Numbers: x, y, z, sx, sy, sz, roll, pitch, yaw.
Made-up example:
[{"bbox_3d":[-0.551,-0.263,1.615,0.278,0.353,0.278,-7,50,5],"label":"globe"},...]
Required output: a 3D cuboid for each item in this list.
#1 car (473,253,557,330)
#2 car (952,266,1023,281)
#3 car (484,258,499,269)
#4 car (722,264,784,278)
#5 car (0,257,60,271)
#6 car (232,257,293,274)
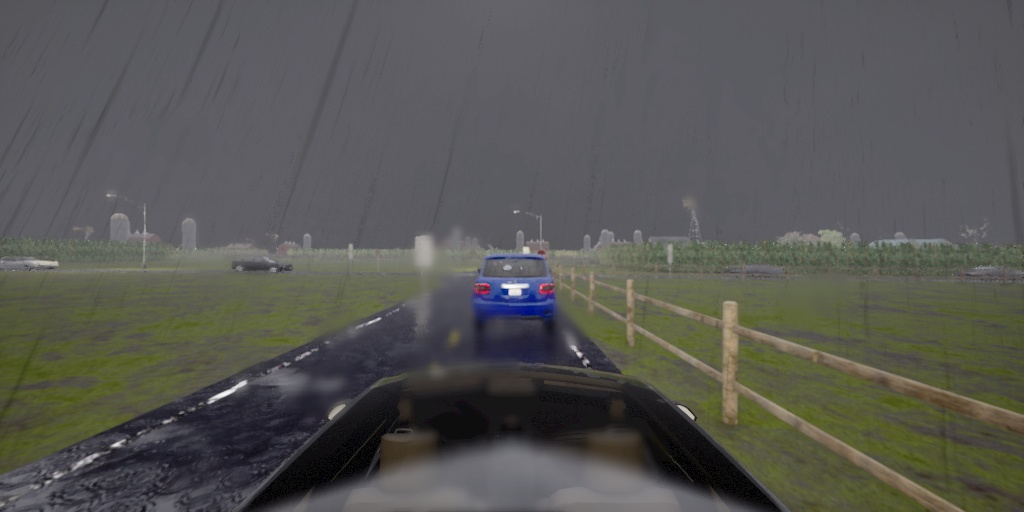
[{"bbox_3d":[0.084,0.933,11.127,2.150,2.045,5.566,0,0,0],"label":"car"},{"bbox_3d":[47.896,1.751,36.023,5.357,1.411,2.033,1,-1,0],"label":"car"},{"bbox_3d":[-2.889,1.016,51.647,1.837,1.490,4.892,0,0,0],"label":"car"},{"bbox_3d":[24.247,1.460,36.174,5.357,1.411,2.033,1,-1,0],"label":"car"},{"bbox_3d":[-45.556,0.725,33.439,4.718,1.301,1.895,1,-1,1],"label":"car"},{"bbox_3d":[-23.095,0.829,33.342,5.008,1.535,1.882,1,-1,0],"label":"car"}]
